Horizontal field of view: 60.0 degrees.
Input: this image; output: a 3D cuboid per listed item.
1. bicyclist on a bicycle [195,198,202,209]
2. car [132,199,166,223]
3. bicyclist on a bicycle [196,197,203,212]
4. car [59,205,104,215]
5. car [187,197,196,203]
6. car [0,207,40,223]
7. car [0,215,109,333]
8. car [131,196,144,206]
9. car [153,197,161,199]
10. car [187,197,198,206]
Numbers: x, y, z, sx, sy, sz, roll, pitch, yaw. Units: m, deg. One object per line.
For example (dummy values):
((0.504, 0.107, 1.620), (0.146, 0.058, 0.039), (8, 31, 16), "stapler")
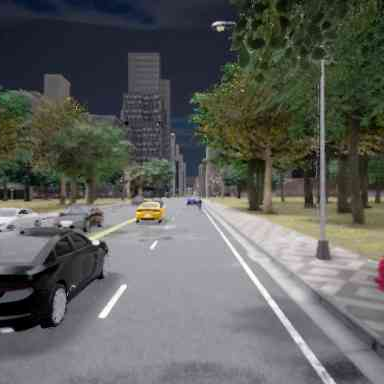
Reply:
((0.888, 1.581, 46.285), (0.866, 1.612, 1.509), (0, 0, 0), "bicyclist on a bicycle")
((-3.153, 1.536, 26.140), (1.882, 1.535, 5.008), (0, 0, 0), "car")
((0.889, 1.474, 37.139), (0.659, 1.776, 1.843), (0, 0, 0), "bicyclist on a bicycle")
((-6.601, 1.527, 19.860), (2.128, 1.511, 4.902), (0, 0, 0), "car")
((-0.010, 1.865, 76.301), (1.994, 1.385, 4.181), (0, 0, 0), "car")
((-9.851, 1.556, 18.018), (1.812, 1.442, 4.674), (0, 0, 0), "car")
((-3.150, 1.485, 6.993), (1.882, 1.535, 5.008), (0, 0, 0), "car")
((-9.791, 1.570, 60.769), (2.097, 1.767, 4.553), (0, 0, 1), "car")
((-6.528, 1.752, 62.362), (1.812, 1.442, 4.674), (0, 0, 1), "car")
((0.023, 1.700, 61.446), (1.882, 1.535, 5.008), (0, 0, 1), "car")
